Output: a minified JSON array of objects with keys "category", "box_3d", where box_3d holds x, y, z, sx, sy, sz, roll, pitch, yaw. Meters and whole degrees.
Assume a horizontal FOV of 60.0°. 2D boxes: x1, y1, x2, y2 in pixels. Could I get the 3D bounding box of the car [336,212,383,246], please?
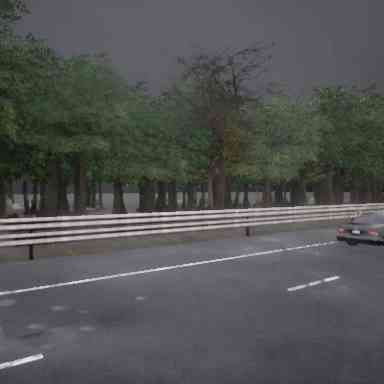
[{"category":"car","box_3d":[8.269,1.559,14.066,5.357,1.411,2.033,0,0,-35]}]
